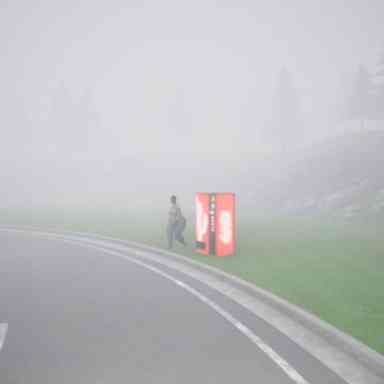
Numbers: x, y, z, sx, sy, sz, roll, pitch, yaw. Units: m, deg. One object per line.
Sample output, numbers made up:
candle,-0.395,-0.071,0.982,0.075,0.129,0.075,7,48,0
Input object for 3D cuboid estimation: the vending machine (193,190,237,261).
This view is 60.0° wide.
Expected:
vending machine,0.727,1.001,10.563,1.100,2.100,0.880,-1,1,-33

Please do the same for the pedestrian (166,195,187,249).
pedestrian,-0.505,0.948,10.962,0.375,1.860,0.375,-1,1,-36
